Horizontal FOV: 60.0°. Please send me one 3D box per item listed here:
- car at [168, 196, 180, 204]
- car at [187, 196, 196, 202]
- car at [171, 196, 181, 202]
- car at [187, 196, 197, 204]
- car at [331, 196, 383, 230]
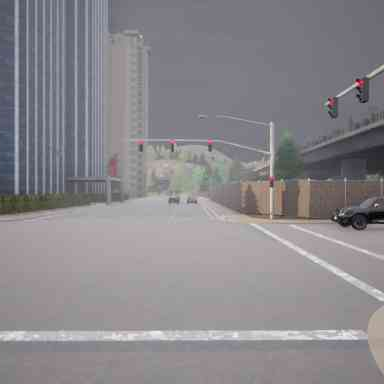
[{"bbox_3d":[-3.488,1.478,64.240,1.882,1.535,5.008,0,0,0],"label":"car"},{"bbox_3d":[-0.099,1.595,74.598,1.895,1.301,4.718,0,0,0],"label":"car"},{"bbox_3d":[-3.598,1.540,74.457,2.033,1.411,5.357,0,0,0],"label":"car"},{"bbox_3d":[0.014,1.564,64.636,1.994,1.385,4.181,0,0,0],"label":"car"},{"bbox_3d":[11.817,1.277,20.970,5.566,2.045,2.150,0,0,0],"label":"car"}]
